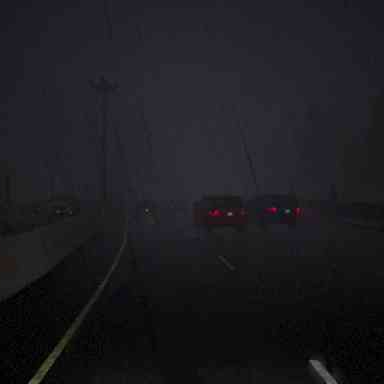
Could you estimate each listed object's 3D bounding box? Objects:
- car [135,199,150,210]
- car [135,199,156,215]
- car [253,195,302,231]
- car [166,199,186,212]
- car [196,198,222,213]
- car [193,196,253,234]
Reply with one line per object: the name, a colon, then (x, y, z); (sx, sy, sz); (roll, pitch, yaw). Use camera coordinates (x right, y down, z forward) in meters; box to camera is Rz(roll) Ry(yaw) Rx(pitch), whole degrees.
car: (-6.678, 1.601, 44.542); (1.895, 1.301, 4.718); (0, 0, -11)
car: (-4.764, 1.505, 34.307); (1.837, 1.490, 4.892); (0, 0, -11)
car: (4.800, 1.212, 21.009); (2.150, 2.045, 5.566); (0, -1, -10)
car: (-1.890, 1.547, 38.002); (2.033, 1.411, 5.357); (0, 0, -10)
car: (1.773, 1.504, 37.440); (1.837, 1.490, 4.892); (0, 0, -11)
car: (1.486, 1.221, 19.662); (2.150, 2.045, 5.566); (0, 0, -10)
